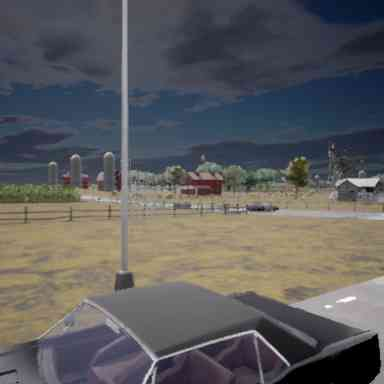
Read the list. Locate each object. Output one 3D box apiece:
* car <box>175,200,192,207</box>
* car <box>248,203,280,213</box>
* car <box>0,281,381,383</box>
[{"bbox_3d":[-1.806,2.336,65.756,1.994,1.385,4.181,-1,1,-36],"label":"car"},{"bbox_3d":[10.283,2.276,48.730,2.033,1.411,5.357,-1,0,-36],"label":"car"},{"bbox_3d":[-0.515,1.602,2.702,4.718,1.301,1.895,0,0,-36],"label":"car"}]
